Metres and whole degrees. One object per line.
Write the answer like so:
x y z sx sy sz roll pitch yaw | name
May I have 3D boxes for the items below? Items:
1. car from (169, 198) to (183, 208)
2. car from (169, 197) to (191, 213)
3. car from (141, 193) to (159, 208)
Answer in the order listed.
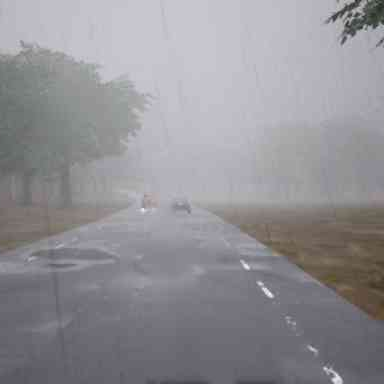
-2.352 1.537 48.137 1.895 1.301 4.718 0 0 -6 | car
-1.305 1.308 35.864 2.097 1.767 4.553 0 0 -4 | car
-5.907 1.175 46.777 2.150 2.045 5.566 0 0 -5 | car
